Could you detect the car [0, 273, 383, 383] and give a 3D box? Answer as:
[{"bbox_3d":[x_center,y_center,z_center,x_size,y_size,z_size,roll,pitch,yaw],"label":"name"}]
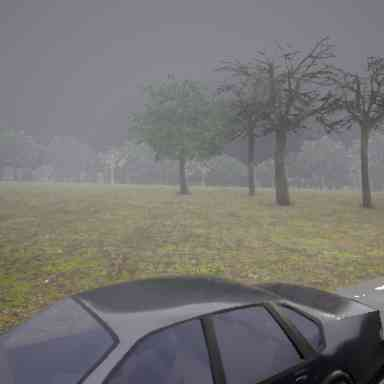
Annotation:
[{"bbox_3d":[-0.362,1.547,2.810,5.357,1.411,2.033,0,0,-35],"label":"car"}]
